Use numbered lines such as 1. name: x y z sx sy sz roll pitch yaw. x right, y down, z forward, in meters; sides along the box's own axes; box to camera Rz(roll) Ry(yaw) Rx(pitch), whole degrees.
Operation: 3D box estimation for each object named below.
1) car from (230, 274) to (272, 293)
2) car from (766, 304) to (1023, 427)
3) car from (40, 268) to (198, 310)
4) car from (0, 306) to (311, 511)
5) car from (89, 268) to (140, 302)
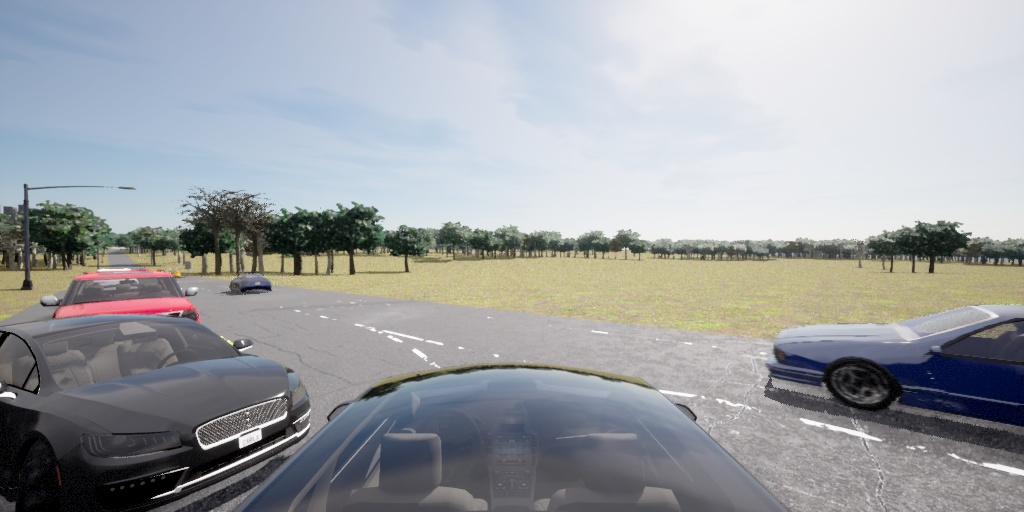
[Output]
1. car: -20.244 2.053 27.731 4.181 1.385 1.994 -2 0 42
2. car: 6.315 1.312 4.201 5.357 1.411 2.033 0 0 42
3. car: -9.365 1.386 8.720 5.566 2.045 2.150 -2 0 42
4. car: -4.513 1.445 4.013 4.892 1.490 1.837 -3 -3 22
5. car: -27.747 1.890 25.037 5.566 2.045 2.150 -2 0 42
